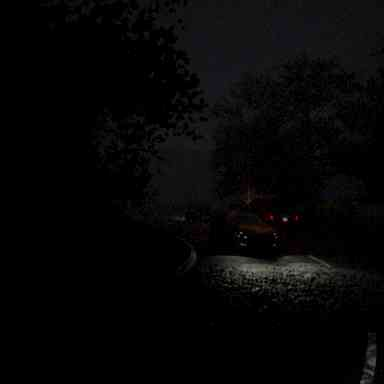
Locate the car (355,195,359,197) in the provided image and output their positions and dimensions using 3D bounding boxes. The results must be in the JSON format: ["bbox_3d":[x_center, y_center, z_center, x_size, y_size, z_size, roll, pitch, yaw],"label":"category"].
[{"bbox_3d":[32.601,1.787,68.086,2.185,1.767,4.553,-1,-1,-16],"label":"car"}]

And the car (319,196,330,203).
[{"bbox_3d":[17.528,1.831,50.134,2.435,2.045,5.566,-1,-1,-16],"label":"car"}]

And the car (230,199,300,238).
[{"bbox_3d":[4.317,1.601,19.973,2.150,2.045,5.566,2,-2,-12],"label":"car"}]

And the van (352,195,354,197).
[{"bbox_3d":[29.881,1.743,67.393,1.878,1.987,4.442,-1,-1,-16],"label":"van"}]

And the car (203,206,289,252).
[{"bbox_3d":[2.072,1.583,14.457,1.882,1.535,5.008,2,-2,-10],"label":"car"}]

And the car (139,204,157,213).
[{"bbox_3d":[-7.784,2.789,56.419,2.097,1.535,5.008,-1,-1,-16],"label":"car"}]

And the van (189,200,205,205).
[{"bbox_3d":[0.258,2.376,58.858,1.878,1.987,4.442,-1,-1,-16],"label":"van"}]

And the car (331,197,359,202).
[{"bbox_3d":[22.884,2.002,51.674,2.163,1.488,4.792,-1,-1,-16],"label":"car"}]

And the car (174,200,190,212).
[{"bbox_3d":[-2.404,2.693,57.995,2.163,1.488,4.792,-1,-1,-16],"label":"car"}]

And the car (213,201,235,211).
[{"bbox_3d":[5.733,2.467,60.118,1.946,1.575,5.366,-1,-1,-16],"label":"car"}]

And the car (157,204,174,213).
[{"bbox_3d":[-5.097,2.756,57.219,2.163,1.488,4.792,-1,-1,-16],"label":"car"}]

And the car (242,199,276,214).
[{"bbox_3d":[9.501,2.008,47.821,2.435,2.045,5.566,-1,-1,-16],"label":"car"}]

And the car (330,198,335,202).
[{"bbox_3d":[20.224,2.055,50.847,2.163,1.488,4.792,-1,-1,-16],"label":"car"}]

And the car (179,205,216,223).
[{"bbox_3d":[0.531,2.376,34.464,2.128,1.511,4.902,2,-3,-15],"label":"car"}]

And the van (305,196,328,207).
[{"bbox_3d":[24.558,1.847,65.620,1.878,1.987,4.442,-1,-1,-16],"label":"van"}]

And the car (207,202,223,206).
[{"bbox_3d":[5.322,2.451,51.768,4.674,1.442,1.812,-1,-1,-16],"label":"car"}]

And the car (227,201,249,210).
[{"bbox_3d":[8.370,2.411,61.077,2.097,1.535,5.008,-1,-1,-16],"label":"car"}]

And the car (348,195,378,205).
[{"bbox_3d":[35.306,1.610,68.802,2.435,2.045,5.566,-1,-1,-16],"label":"car"}]

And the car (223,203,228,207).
[{"bbox_3d":[6.944,2.068,47.083,2.435,2.045,5.566,-1,-1,-16],"label":"car"}]

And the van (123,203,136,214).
[{"bbox_3d":[-10.513,2.629,55.752,1.878,1.987,4.442,-1,-1,-16],"label":"van"}]

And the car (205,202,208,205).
[{"bbox_3d":[2.998,2.566,59.492,2.163,1.488,4.792,-1,-1,-16],"label":"car"}]

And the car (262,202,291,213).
[{"bbox_3d":[12.309,2.235,48.598,2.002,1.452,4.674,-1,-1,-16],"label":"car"}]
